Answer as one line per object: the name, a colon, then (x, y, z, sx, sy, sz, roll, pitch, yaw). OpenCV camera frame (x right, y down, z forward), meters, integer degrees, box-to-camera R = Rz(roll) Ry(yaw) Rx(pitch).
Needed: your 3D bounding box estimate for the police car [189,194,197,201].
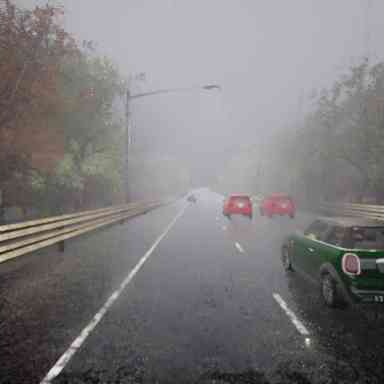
police car: (0.199, 1.442, 85.785, 1.930, 1.638, 5.238, 0, 0, 1)

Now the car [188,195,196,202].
car: (0.108, 1.493, 79.673, 1.882, 1.535, 5.008, 0, 0, 1)

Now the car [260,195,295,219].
car: (7.520, 1.263, 29.614, 2.150, 2.045, 5.566, 0, 0, 1)

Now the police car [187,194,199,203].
police car: (-0.037, 1.438, 69.781, 1.930, 1.638, 5.238, 0, 0, 1)

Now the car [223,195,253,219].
car: (4.022, 1.246, 29.770, 2.150, 2.045, 5.566, 0, 0, 1)

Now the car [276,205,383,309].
car: (3.687, 1.370, 8.031, 2.097, 1.767, 4.553, 0, 0, 1)
